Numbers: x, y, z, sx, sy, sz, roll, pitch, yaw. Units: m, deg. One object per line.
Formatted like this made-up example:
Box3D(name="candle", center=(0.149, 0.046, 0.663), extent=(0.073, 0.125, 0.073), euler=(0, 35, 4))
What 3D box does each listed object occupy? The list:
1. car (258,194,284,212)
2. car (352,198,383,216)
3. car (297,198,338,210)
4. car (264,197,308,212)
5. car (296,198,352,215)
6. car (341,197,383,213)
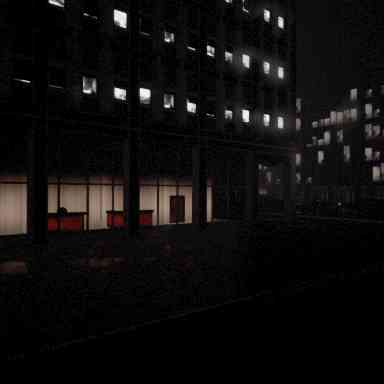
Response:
Box3D(name="car", center=(8.560, 1.171, 36.074), extent=(2.192, 1.841, 5.009), euler=(1, 0, -36))
Box3D(name="car", center=(16.504, 1.399, 29.838), extent=(1.882, 1.535, 5.008), euler=(0, 0, -38))
Box3D(name="car", center=(15.459, 1.438, 41.170), extent=(2.008, 1.369, 4.403), euler=(1, 0, -36))
Box3D(name="car", center=(10.575, 1.390, 37.857), extent=(1.812, 1.442, 4.674), euler=(0, 0, -36))
Box3D(name="car", center=(12.008, 1.415, 31.351), extent=(1.752, 1.417, 4.829), euler=(1, 0, -36))
Box3D(name="car", center=(18.858, 1.360, 36.620), extent=(1.967, 1.590, 4.097), euler=(1, 0, -36))
